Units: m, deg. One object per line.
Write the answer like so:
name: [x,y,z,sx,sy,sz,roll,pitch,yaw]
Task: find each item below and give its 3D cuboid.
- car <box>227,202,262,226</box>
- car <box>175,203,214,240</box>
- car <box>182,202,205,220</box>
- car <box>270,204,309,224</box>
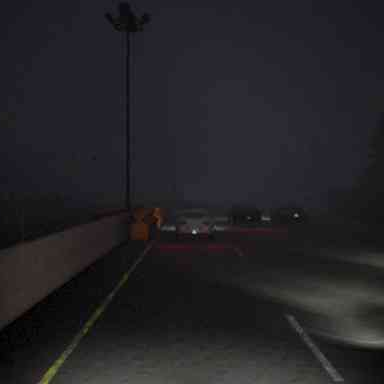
car: [3.603,1.475,23.553,1.882,1.535,5.008,0,0,0]
car: [0.104,1.524,17.016,1.812,1.442,4.674,0,0,0]
car: [0.104,1.598,29.268,1.895,1.301,4.718,0,0,0]
car: [7.103,1.561,24.614,1.994,1.385,4.181,0,0,0]
